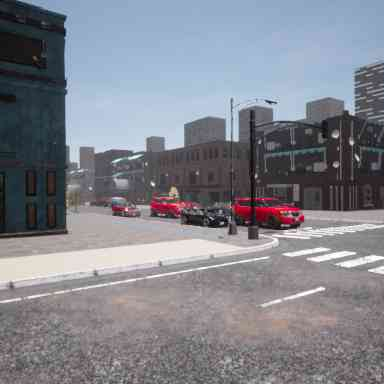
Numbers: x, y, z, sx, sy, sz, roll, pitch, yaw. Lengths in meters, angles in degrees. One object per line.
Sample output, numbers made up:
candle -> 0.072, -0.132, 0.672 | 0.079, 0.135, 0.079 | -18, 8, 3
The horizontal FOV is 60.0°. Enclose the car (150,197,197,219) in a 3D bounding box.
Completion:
car -> -2.235, 1.548, 33.633 | 2.150, 2.045, 5.566 | -1, 0, -35

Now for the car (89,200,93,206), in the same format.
car -> -19.644, 2.228, 67.954 | 1.887, 1.381, 4.507 | -1, 0, -36

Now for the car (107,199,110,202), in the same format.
car -> -8.737, 1.957, 42.762 | 1.837, 1.490, 4.892 | -1, -1, -35

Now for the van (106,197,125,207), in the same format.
van -> -13.214, 1.907, 58.946 | 1.690, 1.788, 3.998 | -1, 0, -36

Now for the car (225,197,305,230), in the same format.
car -> 5.086, 1.401, 23.151 | 2.150, 2.045, 5.566 | -1, 0, -33

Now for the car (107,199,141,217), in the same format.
car -> -7.159, 1.846, 36.057 | 1.967, 1.590, 4.097 | -1, 0, -36

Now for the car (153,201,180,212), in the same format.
car -> -3.555, 1.966, 45.434 | 1.802, 1.307, 4.206 | -2, 0, -36

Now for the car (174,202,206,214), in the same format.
car -> -0.338, 1.904, 40.931 | 1.802, 1.307, 4.206 | -2, 0, -36

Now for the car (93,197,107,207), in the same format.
car -> -16.432, 1.940, 63.449 | 2.192, 1.841, 5.009 | -1, 0, -36

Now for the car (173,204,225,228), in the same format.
car -> 0.811, 1.814, 24.695 | 1.947, 1.339, 4.313 | -2, 0, -36

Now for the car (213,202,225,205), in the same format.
car -> 2.879, 1.809, 36.426 | 2.008, 1.369, 4.403 | -2, 0, -36
